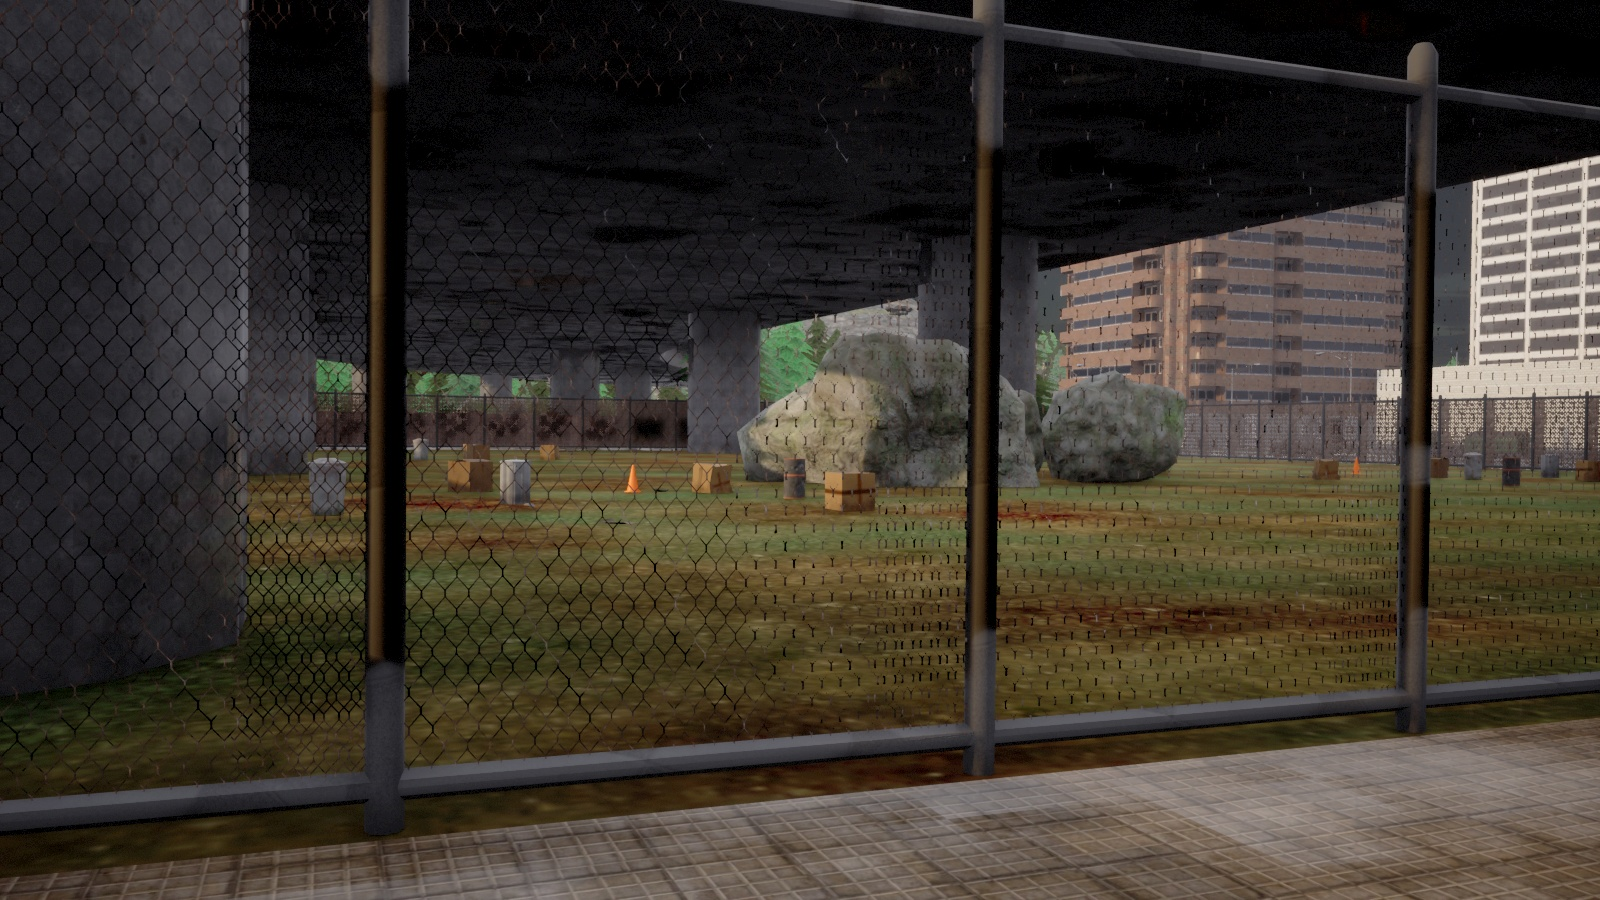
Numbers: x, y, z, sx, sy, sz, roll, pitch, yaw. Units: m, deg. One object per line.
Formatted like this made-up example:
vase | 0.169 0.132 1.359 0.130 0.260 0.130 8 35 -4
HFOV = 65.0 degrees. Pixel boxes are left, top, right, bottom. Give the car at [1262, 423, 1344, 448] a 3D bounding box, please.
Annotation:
car | 31.998 -0.949 80.018 2.128 1.511 4.902 -1 1 -21
